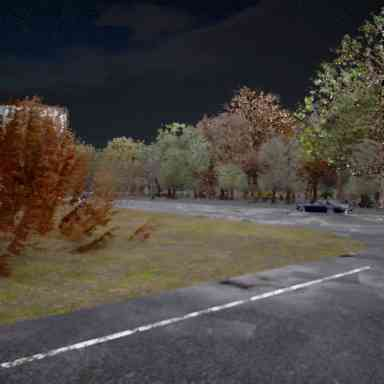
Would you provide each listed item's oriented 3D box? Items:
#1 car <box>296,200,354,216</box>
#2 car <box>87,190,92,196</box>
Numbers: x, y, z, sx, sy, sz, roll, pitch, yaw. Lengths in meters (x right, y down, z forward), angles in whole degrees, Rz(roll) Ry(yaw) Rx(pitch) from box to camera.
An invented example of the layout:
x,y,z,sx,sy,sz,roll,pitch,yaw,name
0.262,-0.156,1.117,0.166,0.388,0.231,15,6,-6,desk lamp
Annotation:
x,y,z,sx,sy,sz,roll,pitch,yaw,name
11.664,1.359,29.646,1.895,1.301,4.718,0,1,-34,car
-19.890,0.722,64.061,2.150,2.045,5.566,0,1,-31,car
